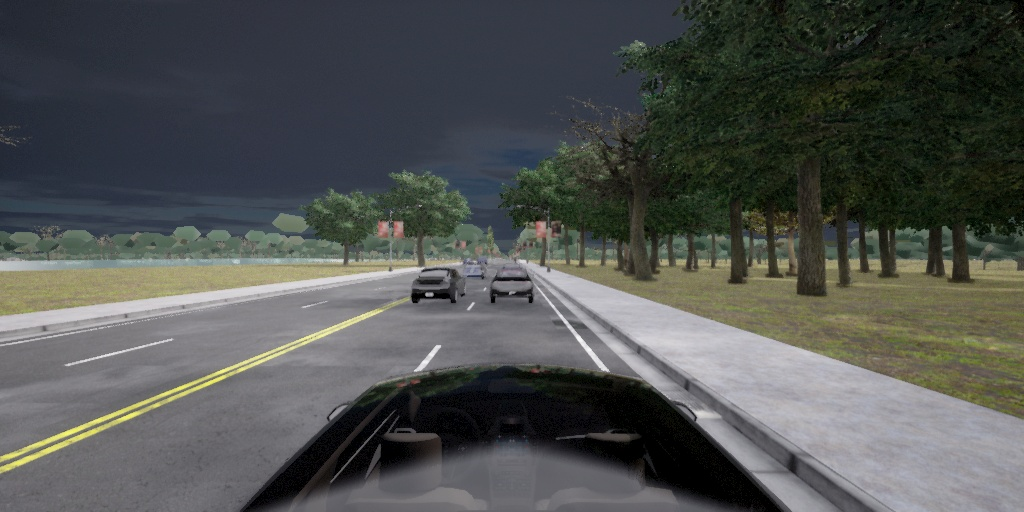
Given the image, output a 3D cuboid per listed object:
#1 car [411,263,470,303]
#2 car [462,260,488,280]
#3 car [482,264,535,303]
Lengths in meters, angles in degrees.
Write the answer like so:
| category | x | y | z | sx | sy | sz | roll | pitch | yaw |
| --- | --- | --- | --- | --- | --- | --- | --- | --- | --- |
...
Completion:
| category | x | y | z | sx | sy | sz | roll | pitch | yaw |
| --- | --- | --- | --- | --- | --- | --- | --- | --- | --- |
| car | -3.250 | 1.271 | 16.502 | 1.837 | 1.490 | 4.892 | 0 | 0 | 0 |
| car | -3.250 | 1.322 | 31.506 | 2.033 | 1.411 | 5.357 | 0 | 0 | 0 |
| car | 0.000 | 1.250 | 16.503 | 2.128 | 1.511 | 4.902 | 0 | 0 | 0 |
